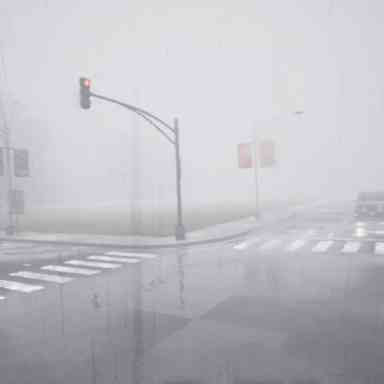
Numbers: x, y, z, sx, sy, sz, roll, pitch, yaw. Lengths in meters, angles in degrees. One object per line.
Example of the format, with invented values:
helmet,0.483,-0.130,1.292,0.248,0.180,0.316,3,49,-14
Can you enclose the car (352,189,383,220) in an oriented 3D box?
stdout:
car,13.090,0.952,24.187,2.150,2.045,5.566,-3,1,29

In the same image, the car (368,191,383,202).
car,28.048,0.661,50.624,1.994,1.385,4.181,-3,0,29

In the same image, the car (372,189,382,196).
car,40.037,0.113,71.842,1.837,1.490,4.892,-3,0,29
